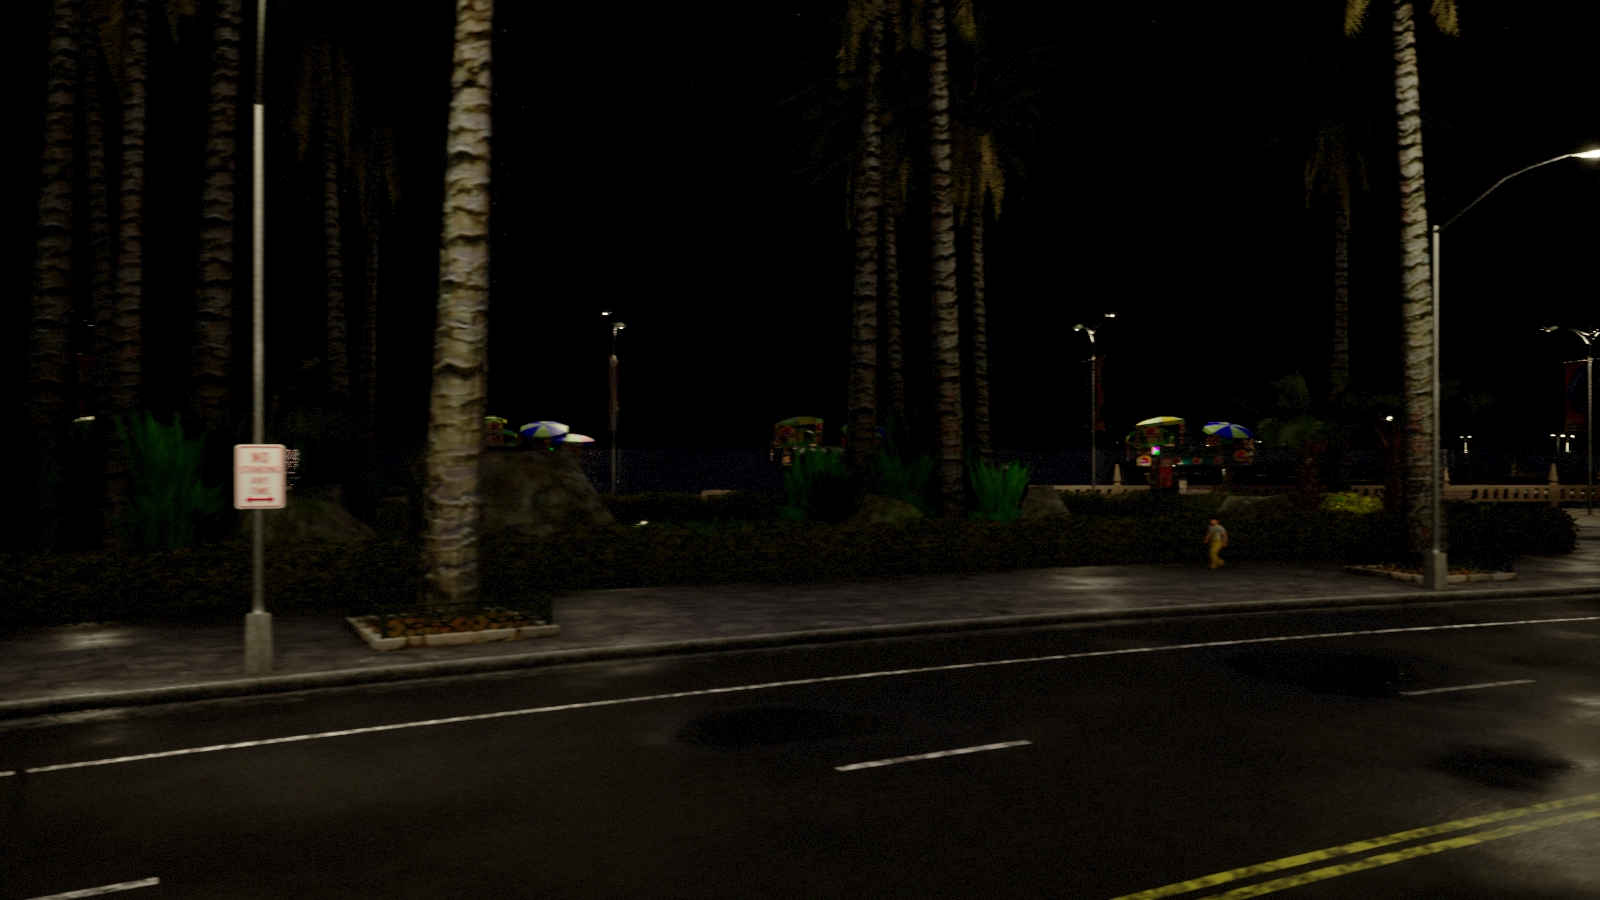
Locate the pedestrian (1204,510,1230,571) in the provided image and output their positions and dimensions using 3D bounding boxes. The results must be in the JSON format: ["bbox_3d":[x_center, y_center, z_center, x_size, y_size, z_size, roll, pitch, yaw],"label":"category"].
[{"bbox_3d":[9.157,1.973,25.099,0.375,1.300,0.375,0,0,-26],"label":"pedestrian"}]
